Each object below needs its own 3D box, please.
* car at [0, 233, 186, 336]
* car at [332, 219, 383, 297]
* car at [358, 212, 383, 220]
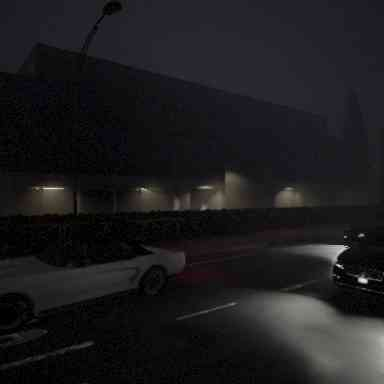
[{"bbox_3d":[-2.416,1.611,6.931,1.895,1.301,4.718,0,0,45],"label":"car"},{"bbox_3d":[5.341,1.548,8.102,4.892,1.490,1.837,1,-1,-37],"label":"car"},{"bbox_3d":[8.640,1.637,15.018,4.181,1.385,1.994,0,0,-37],"label":"car"}]
